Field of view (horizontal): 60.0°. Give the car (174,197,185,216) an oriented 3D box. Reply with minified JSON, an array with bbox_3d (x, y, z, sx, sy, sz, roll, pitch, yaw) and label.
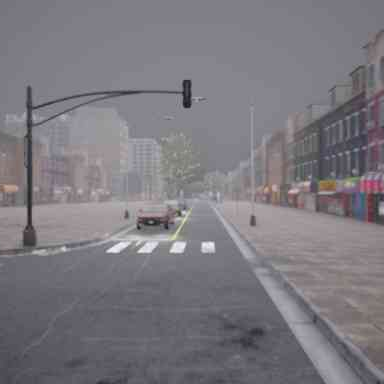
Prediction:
[{"bbox_3d":[-1.889,1.444,30.988,1.812,1.442,4.674,0,0,1],"label":"car"}]

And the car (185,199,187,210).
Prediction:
[{"bbox_3d":[-1.582,1.396,41.173,2.128,1.511,4.902,0,0,2],"label":"car"}]

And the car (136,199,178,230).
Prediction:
[{"bbox_3d":[-2.198,1.412,21.004,1.882,1.535,5.008,0,0,2],"label":"car"}]
